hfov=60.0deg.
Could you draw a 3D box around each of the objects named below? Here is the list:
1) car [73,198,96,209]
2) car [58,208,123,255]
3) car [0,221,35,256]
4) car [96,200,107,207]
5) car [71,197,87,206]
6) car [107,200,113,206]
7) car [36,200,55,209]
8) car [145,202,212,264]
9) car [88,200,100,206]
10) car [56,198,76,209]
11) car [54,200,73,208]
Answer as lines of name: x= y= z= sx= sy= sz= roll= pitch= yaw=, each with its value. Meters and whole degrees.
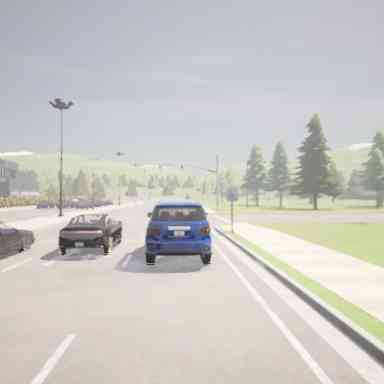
car: x=-18.906 y=2.261 z=58.782 sx=1.812 sy=1.442 sz=4.674 roll=0 pitch=-1 yaw=-2
car: x=-4.127 y=1.669 z=14.184 sx=2.128 sy=1.511 sz=4.902 roll=0 pitch=-1 yaw=-3
car: x=-7.497 y=1.702 z=11.759 sx=2.033 sy=1.411 sz=5.357 roll=0 pitch=-1 yaw=-3
car: x=-19.254 y=2.322 z=67.860 sx=1.882 sy=1.535 sz=5.008 roll=0 pitch=-1 yaw=-3
car: x=-26.740 y=2.211 z=78.694 sx=2.150 sy=2.045 sz=5.566 roll=0 pitch=-1 yaw=-3
car: x=-19.699 y=2.518 z=77.938 sx=1.994 sy=1.385 sz=4.181 roll=0 pitch=-1 yaw=-3
car: x=-25.909 y=2.256 z=59.143 sx=1.837 sy=1.490 sz=4.892 roll=0 pitch=-1 yaw=-2
car: x=-0.529 y=1.373 z=12.600 sx=2.150 sy=2.045 sz=5.566 roll=0 pitch=-1 yaw=-3
car: x=-23.251 y=2.537 z=79.035 sx=1.994 sy=1.385 sz=4.181 roll=0 pitch=-1 yaw=-3
car: x=-22.441 y=2.258 z=59.812 sx=1.837 sy=1.490 sz=4.892 roll=0 pitch=-1 yaw=-2
car: x=-26.279 y=2.386 z=68.268 sx=2.128 sy=1.511 sz=4.902 roll=0 pitch=-1 yaw=-3
